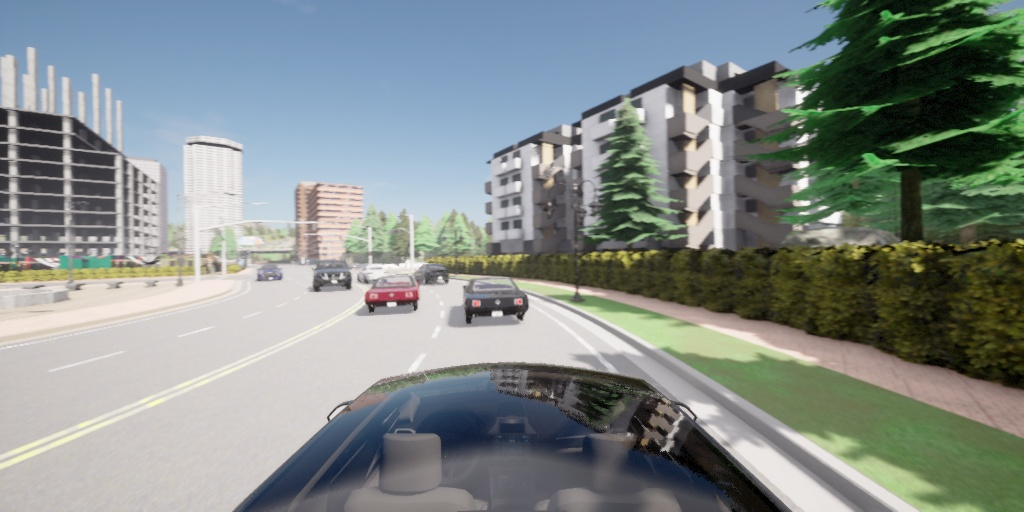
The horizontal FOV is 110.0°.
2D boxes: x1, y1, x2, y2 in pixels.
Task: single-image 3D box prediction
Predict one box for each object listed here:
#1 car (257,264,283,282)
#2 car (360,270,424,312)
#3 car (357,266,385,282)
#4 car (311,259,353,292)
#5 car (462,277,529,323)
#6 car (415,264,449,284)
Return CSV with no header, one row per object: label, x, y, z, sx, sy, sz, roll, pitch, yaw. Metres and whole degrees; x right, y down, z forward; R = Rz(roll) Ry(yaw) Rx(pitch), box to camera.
car,-25.355,1.666,37.513,2.097,1.767,4.553,-1,0,-36
car,-4.813,1.459,15.037,1.895,1.301,4.718,-1,0,-13
car,-12.048,1.546,30.959,1.812,1.442,4.674,-1,0,-33
car,-12.201,1.244,24.325,2.150,2.045,5.566,-1,0,-29
car,-0.756,1.369,12.429,1.895,1.301,4.718,-1,0,-9
car,-6.476,1.400,28.550,1.837,1.490,4.892,-1,0,-29
